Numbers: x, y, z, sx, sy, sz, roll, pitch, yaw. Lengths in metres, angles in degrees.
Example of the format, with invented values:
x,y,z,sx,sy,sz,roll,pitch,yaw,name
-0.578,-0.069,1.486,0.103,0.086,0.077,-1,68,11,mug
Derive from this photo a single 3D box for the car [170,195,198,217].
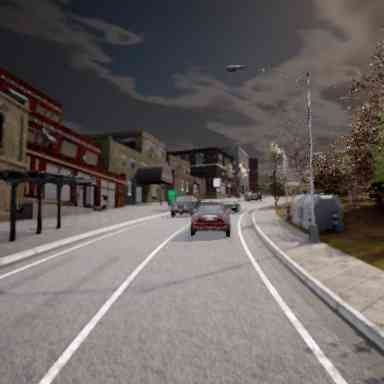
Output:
x,y,z,sx,sy,sz,roll,pitch,yaw,name
-0.508,1.301,32.278,2.150,2.045,5.566,-1,0,12,car

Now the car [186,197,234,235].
x,y,z,sx,sy,sz,roll,pitch,yaw,name
1.146,1.365,18.932,2.097,1.767,4.553,-1,0,6,car

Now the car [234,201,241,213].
x,y,z,sx,sy,sz,roll,pitch,yaw,name
4.267,1.597,36.682,1.895,1.301,4.718,-1,0,13,car

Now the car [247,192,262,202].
x,y,z,sx,sy,sz,roll,pitch,yaw,name
13.394,1.121,71.254,2.150,2.045,5.566,-3,-1,26,car
